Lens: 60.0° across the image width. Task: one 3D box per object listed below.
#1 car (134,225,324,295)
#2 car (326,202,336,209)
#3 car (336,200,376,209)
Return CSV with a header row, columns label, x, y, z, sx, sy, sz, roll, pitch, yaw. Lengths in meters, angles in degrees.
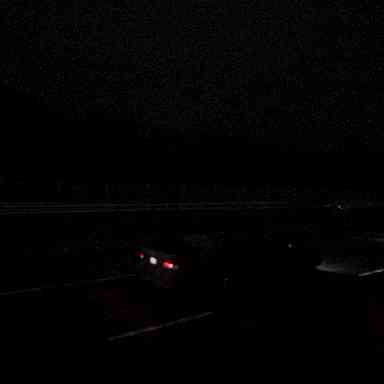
label,x,y,z,sx,sy,sz,roll,pitch,yaw
car,1.194,1.611,8.871,5.357,1.411,2.033,1,0,-35
car,19.247,1.847,42.616,4.553,1.767,2.097,1,-1,-33
car,19.208,1.812,38.400,4.553,1.767,2.097,1,0,-33
